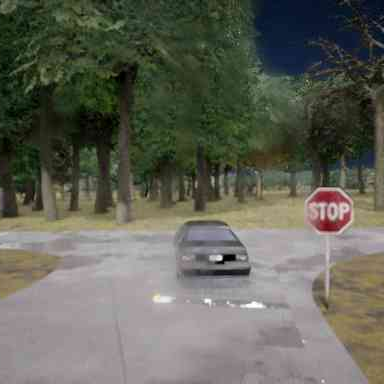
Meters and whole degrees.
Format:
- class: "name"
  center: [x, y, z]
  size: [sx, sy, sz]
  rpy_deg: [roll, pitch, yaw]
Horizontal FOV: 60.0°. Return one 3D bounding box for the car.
- class: "car"
  center: [0.372, 1.575, 10.191]
  size: [2.033, 1.411, 5.357]
  rpy_deg: [0, 0, -4]
